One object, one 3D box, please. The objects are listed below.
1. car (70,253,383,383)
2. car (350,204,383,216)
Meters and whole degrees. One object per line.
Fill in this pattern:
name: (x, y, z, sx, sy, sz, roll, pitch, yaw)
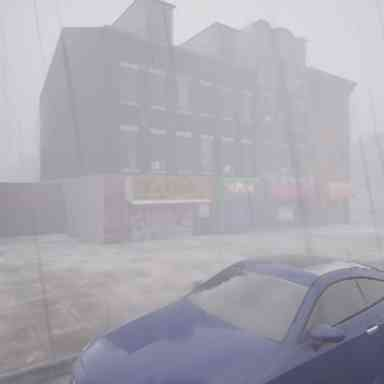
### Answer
car: (1.048, 1.522, 3.819, 4.674, 1.442, 1.812, 0, 0, -35)
car: (22.017, 2.188, 40.303, 2.008, 1.369, 4.403, -2, 0, -35)
